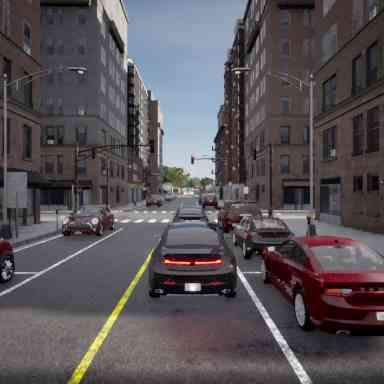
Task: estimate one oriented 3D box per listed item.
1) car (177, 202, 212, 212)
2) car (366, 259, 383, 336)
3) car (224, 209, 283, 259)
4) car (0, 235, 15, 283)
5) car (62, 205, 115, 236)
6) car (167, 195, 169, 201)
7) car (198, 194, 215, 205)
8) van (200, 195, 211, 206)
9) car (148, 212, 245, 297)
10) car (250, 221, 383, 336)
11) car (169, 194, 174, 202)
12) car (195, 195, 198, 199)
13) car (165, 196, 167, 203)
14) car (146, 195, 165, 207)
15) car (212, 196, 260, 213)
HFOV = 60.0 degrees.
[{"bbox_3d":[-0.059,1.505,17.968,1.837,1.490,4.892,0,0,0],"label":"car"},{"bbox_3d":[2.634,1.440,1.049,1.967,1.590,4.097,0,0,0],"label":"car"},{"bbox_3d":[2.556,1.551,12.413,2.008,1.369,4.403,0,0,0],"label":"car"},{"bbox_3d":[-5.430,1.440,6.676,1.967,1.590,4.097,0,0,0],"label":"car"},{"bbox_3d":[-5.508,1.440,18.040,1.967,1.590,4.097,0,0,0],"label":"car"},{"bbox_3d":[-5.831,1.549,61.606,2.008,1.369,4.403,0,0,0],"label":"car"},{"bbox_3d":[2.396,1.314,45.151,2.192,1.841,5.009,0,0,0],"label":"car"},{"bbox_3d":[2.312,1.339,56.158,1.690,1.788,3.998,0,0,0],"label":"van"},{"bbox_3d":[0.014,1.505,8.552,1.837,1.490,4.892,0,0,0],"label":"car"},{"bbox_3d":[2.595,1.545,6.731,1.887,1.381,4.507,0,0,0],"label":"car"},{"bbox_3d":[-5.938,1.541,78.117,1.887,1.381,4.507,0,0,0],"label":"car"},{"bbox_3d":[2.270,1.313,61.662,2.192,1.841,5.009,0,0,0],"label":"car"},{"bbox_3d":[-5.796,1.564,56.102,1.947,1.339,4.313,0,0,0],"label":"car"},{"bbox_3d":[-5.761,1.314,50.598,2.192,1.841,5.009,0,0,0],"label":"car"},{"bbox_3d":[2.517,1.315,18.095,2.192,1.841,5.009,0,0,0],"label":"car"}]
